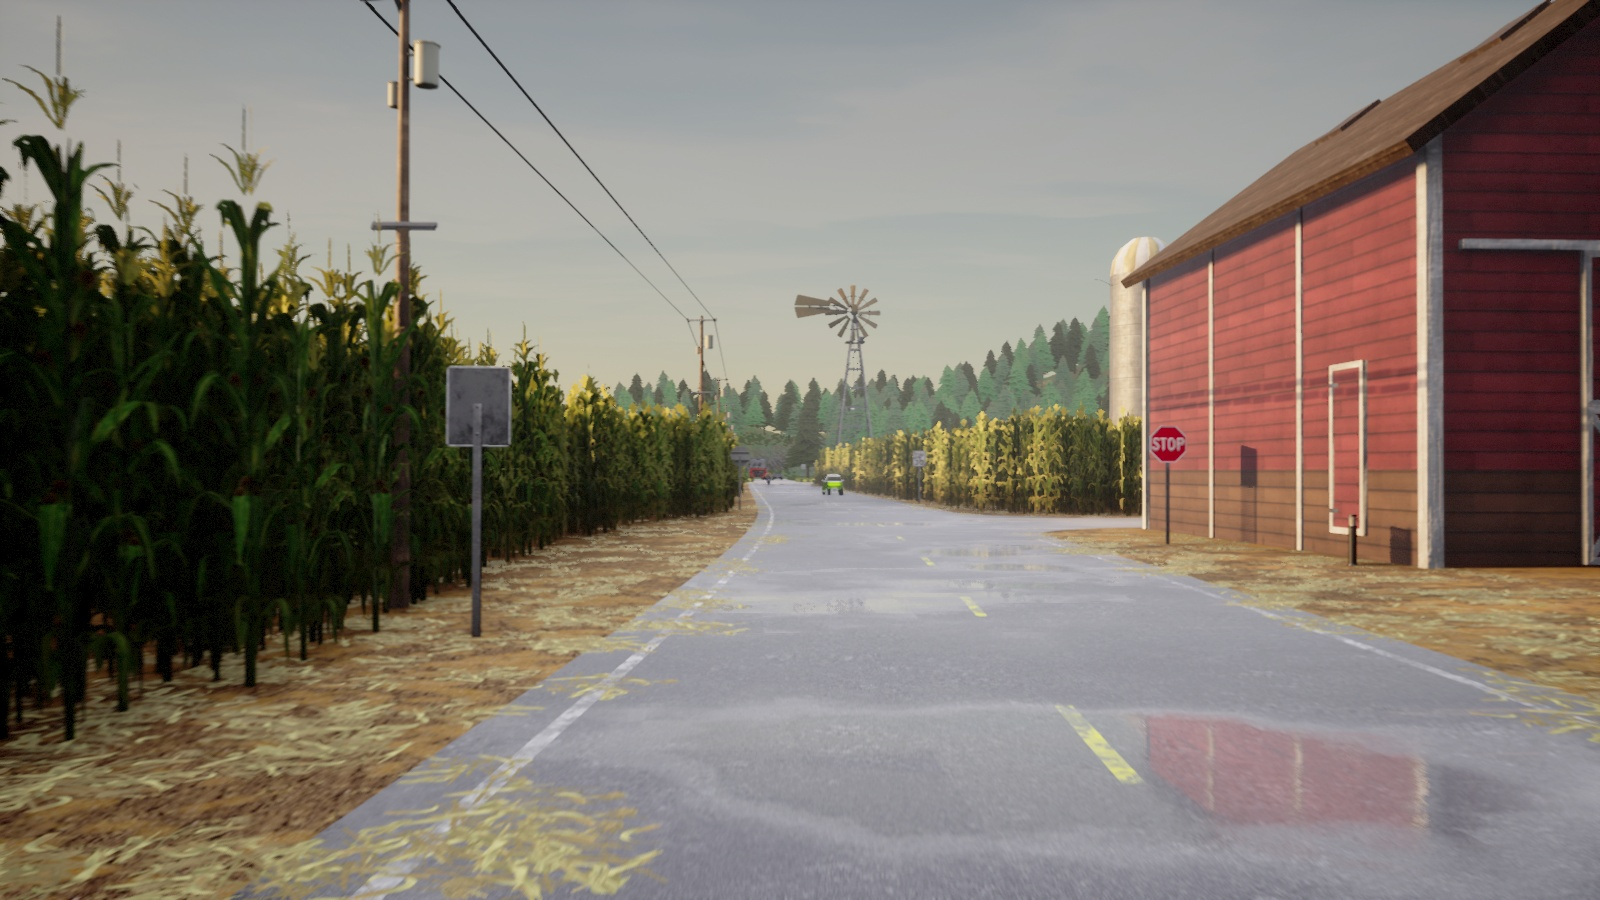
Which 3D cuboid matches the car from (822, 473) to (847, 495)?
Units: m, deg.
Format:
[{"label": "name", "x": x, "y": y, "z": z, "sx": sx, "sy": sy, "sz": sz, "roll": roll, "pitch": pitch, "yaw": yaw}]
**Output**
[{"label": "car", "x": 2.245, "y": 2.238, "z": 82.283, "sx": 1.481, "sy": 1.376, "sz": 2.207, "roll": 0, "pitch": -1, "yaw": -3}]
